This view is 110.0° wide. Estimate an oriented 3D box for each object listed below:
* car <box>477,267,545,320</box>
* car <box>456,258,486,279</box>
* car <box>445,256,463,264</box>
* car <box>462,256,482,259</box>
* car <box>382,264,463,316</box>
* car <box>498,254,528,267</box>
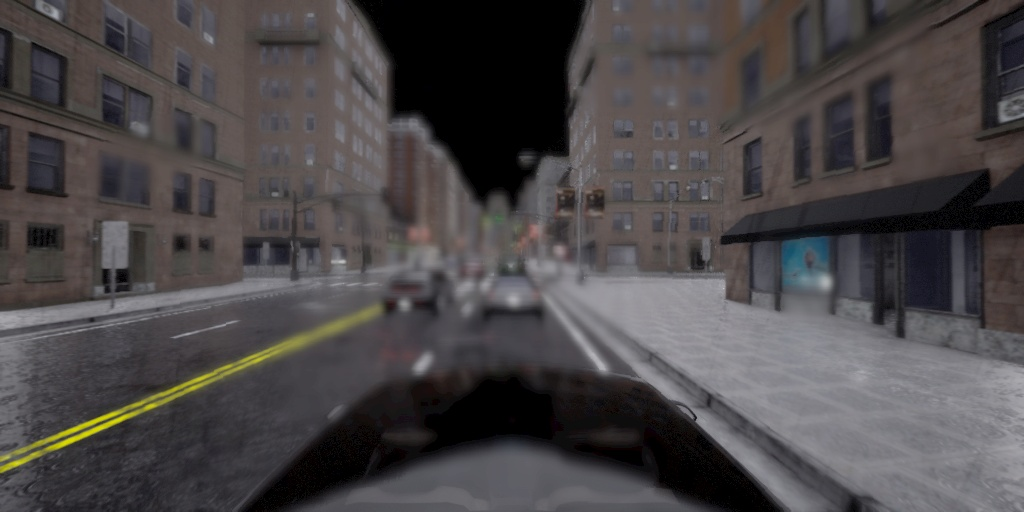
[{"bbox_3d":[0.063,1.267,12.502,1.994,1.385,4.181,0,0,0],"label":"car"},{"bbox_3d":[-3.179,1.156,29.803,1.812,1.442,4.674,0,0,0],"label":"car"},{"bbox_3d":[-9.793,1.023,59.130,1.812,1.442,4.674,0,0,0],"label":"car"},{"bbox_3d":[-6.546,1.098,59.067,1.895,1.301,4.718,0,0,1],"label":"car"},{"bbox_3d":[-3.184,1.204,13.141,1.837,1.490,4.892,0,0,0],"label":"car"},{"bbox_3d":[0.068,0.845,27.848,2.150,2.045,5.566,0,1,0],"label":"car"}]
